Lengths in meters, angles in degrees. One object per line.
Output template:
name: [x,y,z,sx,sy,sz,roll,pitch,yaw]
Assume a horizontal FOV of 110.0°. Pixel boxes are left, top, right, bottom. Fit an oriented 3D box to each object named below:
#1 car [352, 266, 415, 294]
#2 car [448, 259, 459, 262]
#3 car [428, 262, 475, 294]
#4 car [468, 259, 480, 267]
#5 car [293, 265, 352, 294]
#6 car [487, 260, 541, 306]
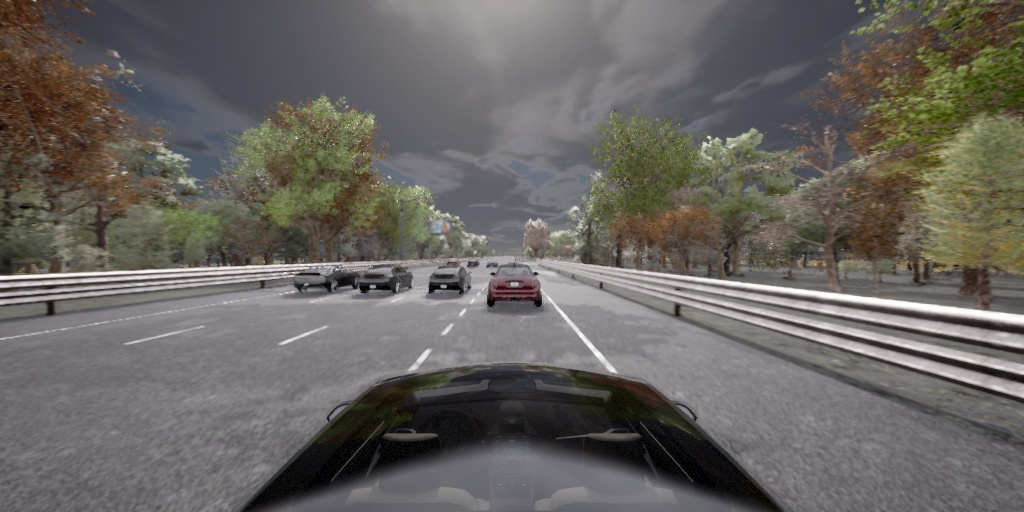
car: [-6.899,1.264,20.188,1.837,1.490,4.892,0,0,0]
car: [-10.397,1.267,64.549,1.882,1.535,5.008,0,0,0]
car: [-3.399,1.265,20.219,1.837,1.490,4.892,0,0,0]
car: [-6.895,1.268,64.955,1.882,1.535,5.008,0,0,0]
car: [-10.399,1.250,20.564,2.128,1.511,4.902,0,0,0]
car: [0.099,1.110,15.864,2.097,1.767,4.553,0,0,0]
